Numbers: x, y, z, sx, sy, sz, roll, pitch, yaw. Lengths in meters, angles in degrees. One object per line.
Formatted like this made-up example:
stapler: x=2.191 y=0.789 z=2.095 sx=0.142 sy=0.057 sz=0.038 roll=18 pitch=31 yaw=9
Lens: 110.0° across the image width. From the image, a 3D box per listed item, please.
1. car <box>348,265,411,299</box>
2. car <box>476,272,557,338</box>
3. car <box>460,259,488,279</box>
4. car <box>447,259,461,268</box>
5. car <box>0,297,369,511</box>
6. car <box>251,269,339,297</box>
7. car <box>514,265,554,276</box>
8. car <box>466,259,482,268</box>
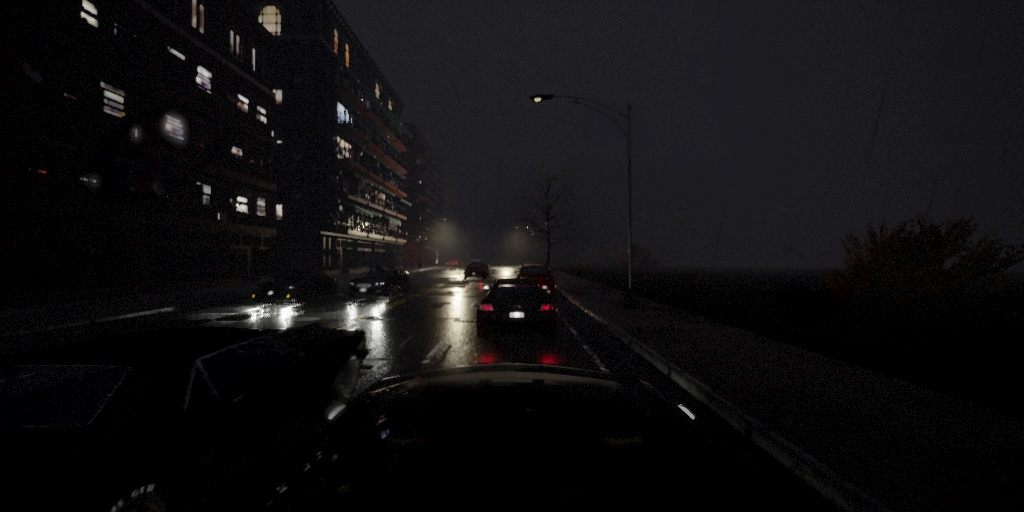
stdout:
car: x=-6.594 y=1.242 z=18.326 sx=2.128 sy=1.511 sz=4.902 roll=0 pitch=0 yaw=0
car: x=0.106 y=1.314 z=10.189 sx=1.994 sy=1.385 sz=4.181 roll=0 pitch=0 yaw=0
car: x=-3.136 y=1.274 z=31.932 sx=1.812 sy=1.442 sz=4.674 roll=0 pitch=0 yaw=0
car: x=-9.798 y=1.221 z=60.647 sx=1.882 sy=1.535 sz=5.008 roll=0 pitch=0 yaw=0
car: x=-3.149 y=1.351 z=3.471 sx=1.895 sy=1.301 sz=4.718 roll=0 pitch=0 yaw=0
car: x=-9.844 y=1.314 z=16.607 sx=1.994 sy=1.385 sz=4.181 roll=0 pitch=0 yaw=0
car: x=1.145 y=1.228 z=19.109 sx=1.882 sy=1.535 sz=5.008 roll=0 pitch=0 yaw=0
car: x=-6.542 y=1.236 z=62.023 sx=2.128 sy=1.511 sz=4.902 roll=0 pitch=0 yaw=0
